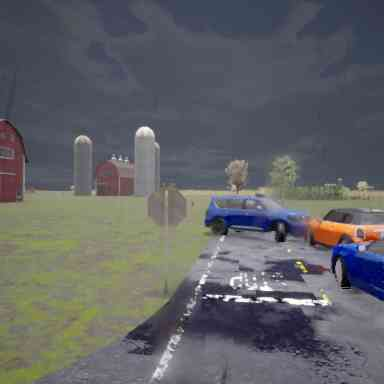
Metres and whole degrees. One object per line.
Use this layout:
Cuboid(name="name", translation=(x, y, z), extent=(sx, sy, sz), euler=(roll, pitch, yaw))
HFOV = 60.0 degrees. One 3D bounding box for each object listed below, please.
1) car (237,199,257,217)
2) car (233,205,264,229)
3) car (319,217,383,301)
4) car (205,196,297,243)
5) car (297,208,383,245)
Cuboid(name="car", translation=(5.439, 1.502, 33.032), extent=(1.837, 1.490, 4.892), euler=(0, 0, 9))
Cuboid(name="car", translation=(3.810, 1.601, 22.721), extent=(1.895, 1.301, 4.718), euler=(0, 0, 9))
Cuboid(name="car", translation=(4.471, 1.480, 6.252), extent=(1.882, 1.535, 5.008), euler=(0, 0, -3))
Cuboid(name="car", translation=(3.196, 1.215, 16.630), extent=(5.566, 2.045, 2.150), euler=(0, 0, 40))
Cuboid(name="car", translation=(6.004, 1.377, 12.648), extent=(2.097, 1.767, 4.553), euler=(0, 0, -3))
